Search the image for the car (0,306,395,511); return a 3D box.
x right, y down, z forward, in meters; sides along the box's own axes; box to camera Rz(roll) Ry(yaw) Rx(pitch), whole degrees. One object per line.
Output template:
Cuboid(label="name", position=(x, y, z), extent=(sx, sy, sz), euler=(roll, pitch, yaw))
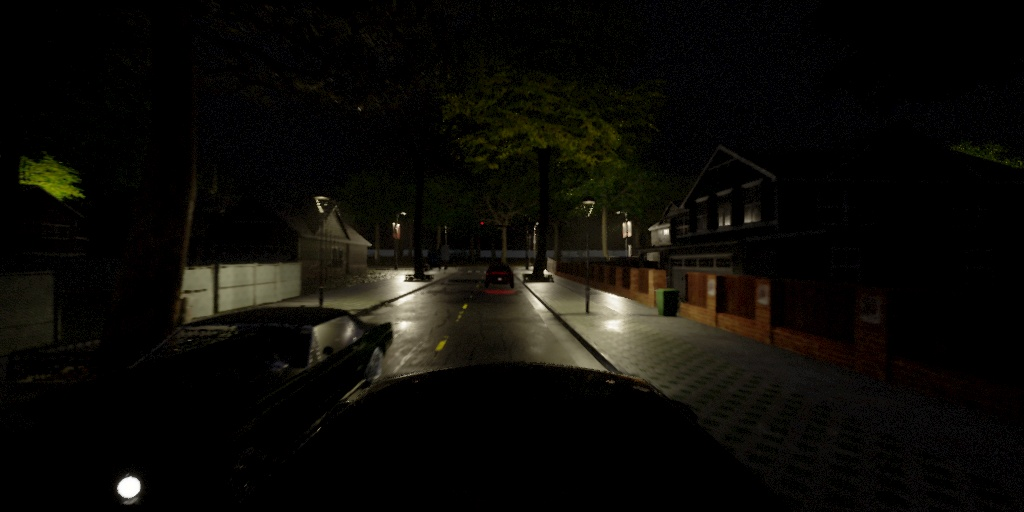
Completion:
Cuboid(label="car", position=(-2.887, 1.335, 4.040), extent=(1.895, 1.301, 4.718), euler=(1, 0, -3))

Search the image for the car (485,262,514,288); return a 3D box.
Cuboid(label="car", position=(-0.880, 1.291, 24.899), extent=(1.882, 1.535, 5.008), euler=(1, 0, -3))
